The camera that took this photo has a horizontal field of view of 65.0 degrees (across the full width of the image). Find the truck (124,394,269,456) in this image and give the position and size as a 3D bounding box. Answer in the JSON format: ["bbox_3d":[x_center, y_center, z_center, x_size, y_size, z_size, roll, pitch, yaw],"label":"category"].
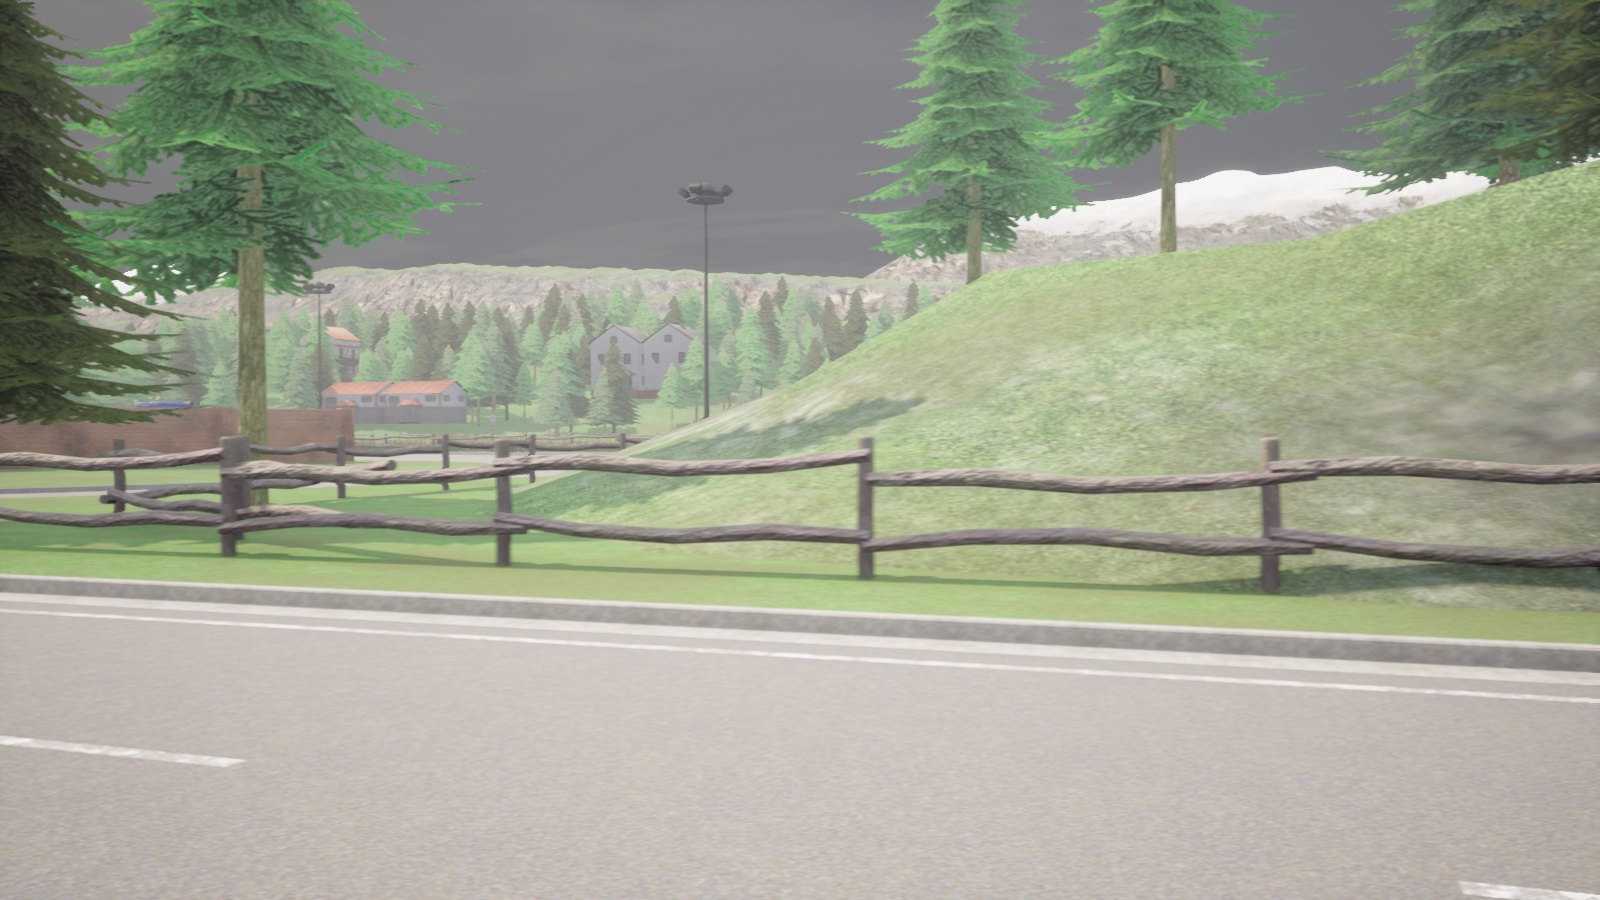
[{"bbox_3d":[-35.493,-1.472,73.897,7.936,3.462,2.891,1,1,19],"label":"truck"}]
